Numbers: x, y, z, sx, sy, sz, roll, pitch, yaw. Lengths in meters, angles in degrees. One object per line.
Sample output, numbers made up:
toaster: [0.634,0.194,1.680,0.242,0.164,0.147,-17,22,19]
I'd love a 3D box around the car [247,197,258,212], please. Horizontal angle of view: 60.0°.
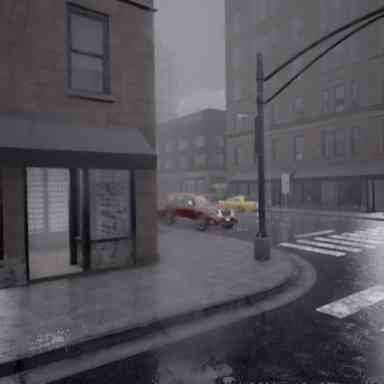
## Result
car: [3.817,0.927,27.724,1.752,1.417,4.829,0,1,-36]

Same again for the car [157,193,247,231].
car: [0.256,0.973,18.142,2.192,1.841,5.009,0,1,-36]

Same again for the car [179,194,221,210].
car: [0.688,0.908,32.017,1.802,1.307,4.206,0,1,-36]

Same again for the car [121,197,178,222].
car: [-2.975,1.124,22.574,1.887,1.381,4.507,0,1,-36]
